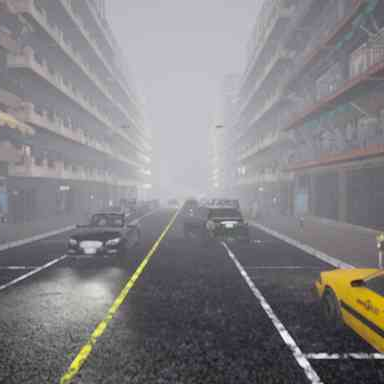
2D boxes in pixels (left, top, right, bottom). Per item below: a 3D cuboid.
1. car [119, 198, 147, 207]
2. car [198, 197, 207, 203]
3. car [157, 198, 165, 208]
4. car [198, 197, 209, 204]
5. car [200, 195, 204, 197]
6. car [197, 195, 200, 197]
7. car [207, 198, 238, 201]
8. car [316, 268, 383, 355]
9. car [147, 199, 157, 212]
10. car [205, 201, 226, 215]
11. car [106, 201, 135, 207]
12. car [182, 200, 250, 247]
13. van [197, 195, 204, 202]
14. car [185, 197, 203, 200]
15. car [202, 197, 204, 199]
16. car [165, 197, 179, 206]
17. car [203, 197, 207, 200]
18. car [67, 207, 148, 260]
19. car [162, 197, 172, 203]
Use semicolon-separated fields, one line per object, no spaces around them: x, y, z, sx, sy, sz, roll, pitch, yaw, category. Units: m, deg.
-5.842;1.446;30.487;2.192;1.841;5.009;-1;0;0;car
2.339;1.875;75.899;1.802;1.307;4.206;-1;0;0;car
-5.939;1.781;53.146;1.947;1.339;4.313;-1;0;0;car
2.364;1.825;70.235;2.008;1.369;4.403;-1;0;0;car
2.391;1.821;64.569;1.947;1.339;4.313;-1;0;0;car
-0.162;1.588;58.764;2.097;1.767;4.553;0;0;0;car
2.530;1.423;24.920;2.192;1.841;5.009;-1;0;0;car
3.135;1.474;3.882;1.801;1.575;5.366;0;0;0;car
-5.889;1.719;41.815;1.887;1.381;4.507;-1;0;0;car
2.484;1.719;36.248;1.947;1.339;4.313;-1;0;0;car
-5.813;1.653;24.823;1.887;1.381;4.507;-1;0;0;car
1.015;1.421;15.835;2.097;1.767;4.553;0;0;-14;car
2.284;1.669;87.229;1.690;1.788;3.998;-1;0;0;van
-0.070;1.662;37.275;1.837;1.490;4.892;0;0;0;car
2.458;1.719;41.913;1.887;1.381;4.507;-1;0;0;car
-3.266;1.799;58.650;1.994;1.385;4.181;0;0;0;car
2.505;1.446;30.585;2.192;1.841;5.009;-1;0;0;car
-3.155;1.545;12.716;2.128;1.511;4.902;0;0;0;car
-6.067;1.862;81.470;2.008;1.369;4.403;-1;0;0;car
